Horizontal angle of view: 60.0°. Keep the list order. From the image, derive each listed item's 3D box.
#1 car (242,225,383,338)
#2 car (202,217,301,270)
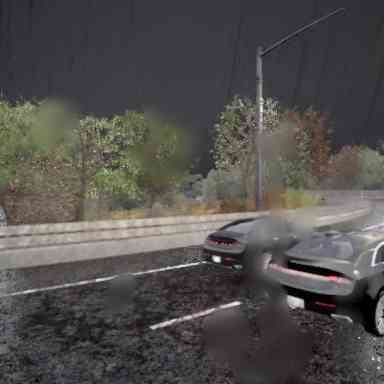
[{"bbox_3d":[3.527,1.520,6.749,4.902,1.511,2.128,0,0,-39],"label":"car"},{"bbox_3d":[2.514,1.552,10.472,4.892,1.490,1.837,0,0,-40],"label":"car"}]
